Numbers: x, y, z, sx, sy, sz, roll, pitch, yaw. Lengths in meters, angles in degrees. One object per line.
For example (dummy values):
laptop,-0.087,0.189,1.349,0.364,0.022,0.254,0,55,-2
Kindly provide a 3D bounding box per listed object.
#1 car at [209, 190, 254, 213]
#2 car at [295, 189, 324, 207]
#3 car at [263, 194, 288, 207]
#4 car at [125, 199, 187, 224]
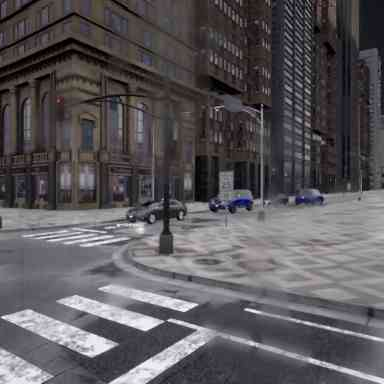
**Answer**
car,3.761,0.820,30.939,2.150,2.045,5.566,0,1,36
car,14.160,0.654,39.948,2.150,2.045,5.566,0,1,36
car,9.837,0.950,39.393,2.128,1.511,4.902,0,1,36
car,-2.297,1.242,22.446,1.837,1.490,4.892,0,1,37
